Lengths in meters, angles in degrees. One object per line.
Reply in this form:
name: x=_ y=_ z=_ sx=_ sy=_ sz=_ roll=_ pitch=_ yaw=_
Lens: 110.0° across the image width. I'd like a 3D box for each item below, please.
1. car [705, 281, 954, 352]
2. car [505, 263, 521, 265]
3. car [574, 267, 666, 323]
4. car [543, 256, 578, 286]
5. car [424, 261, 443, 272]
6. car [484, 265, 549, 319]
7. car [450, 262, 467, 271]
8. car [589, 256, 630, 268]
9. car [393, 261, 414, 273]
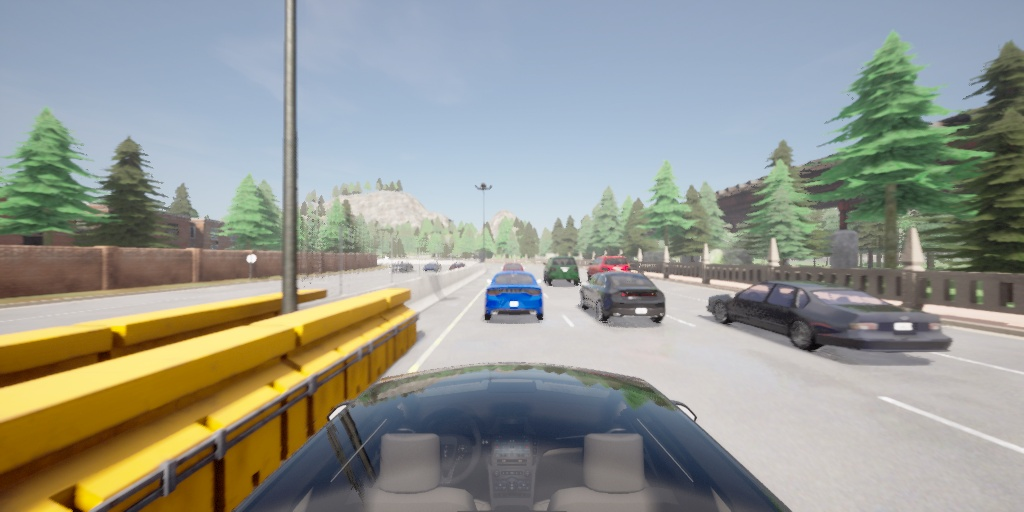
car: x=7.043 y=1.319 z=8.949 sx=2.033 sy=1.411 sz=5.357 roll=0 pitch=0 yaw=1
car: x=0.085 y=1.310 z=29.223 sx=1.882 sy=1.535 sz=5.008 roll=0 pitch=0 yaw=0
car: x=3.570 y=1.285 z=12.280 sx=1.837 sy=1.490 sz=4.892 roll=0 pitch=0 yaw=0
car: x=3.573 y=1.048 z=26.606 sx=2.150 sy=2.045 sz=5.566 roll=0 pitch=0 yaw=1
car: x=-10.747 y=1.441 z=49.297 sx=2.033 sy=1.411 sz=5.357 roll=0 pitch=0 yaw=-2
car: x=0.073 y=1.262 z=12.966 sx=1.882 sy=1.535 sz=5.008 roll=0 pitch=0 yaw=0
car: x=-7.330 y=1.458 z=49.545 sx=1.994 sy=1.385 sz=4.181 roll=0 pitch=0 yaw=-3
car: x=7.073 y=1.048 z=26.631 sx=2.150 sy=2.045 sz=5.566 roll=0 pitch=0 yaw=1
car: x=-14.209 y=1.377 z=47.031 sx=2.128 sy=1.511 sz=4.902 roll=0 pitch=0 yaw=-2
